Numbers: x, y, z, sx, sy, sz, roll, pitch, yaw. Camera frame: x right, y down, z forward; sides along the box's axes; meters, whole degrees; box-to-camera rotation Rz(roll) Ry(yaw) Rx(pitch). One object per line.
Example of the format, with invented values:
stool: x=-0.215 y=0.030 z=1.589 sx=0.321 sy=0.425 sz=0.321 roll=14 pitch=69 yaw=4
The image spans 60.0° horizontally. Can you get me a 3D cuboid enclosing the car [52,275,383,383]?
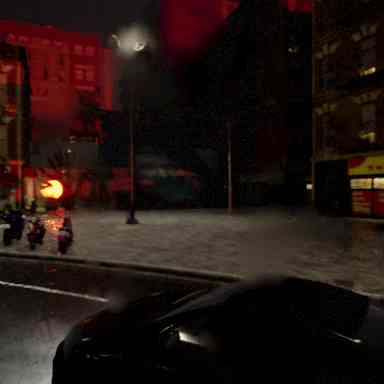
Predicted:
car: x=0.617 y=1.540 z=3.098 sx=4.181 sy=1.385 sz=1.994 roll=0 pitch=0 yaw=33
